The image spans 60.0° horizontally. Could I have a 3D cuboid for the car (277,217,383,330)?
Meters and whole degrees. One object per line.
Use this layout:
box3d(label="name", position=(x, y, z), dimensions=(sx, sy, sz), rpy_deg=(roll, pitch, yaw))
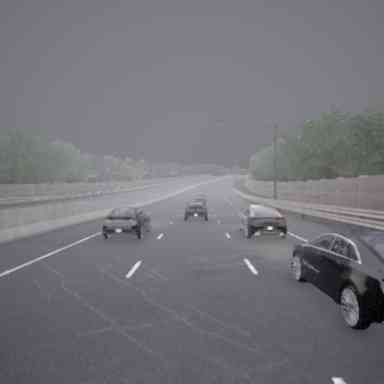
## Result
box3d(label="car", position=(3.518, 1.520, 6.921), dimensions=(2.128, 1.511, 4.902), rpy_deg=(0, 0, 0))

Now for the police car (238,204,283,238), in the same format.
box3d(label="police car", position=(3.638, 1.463, 17.921), dimensions=(1.930, 1.638, 5.238), rpy_deg=(0, 0, 1))

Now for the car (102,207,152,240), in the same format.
box3d(label="car", position=(-3.258, 1.519, 17.311), dimensions=(2.128, 1.511, 4.902), rpy_deg=(0, 0, 1))

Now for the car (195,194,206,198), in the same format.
box3d(label="car", position=(1.153, 1.399, 49.308), dimensions=(1.837, 1.490, 4.892), rpy_deg=(0, 1, 2))

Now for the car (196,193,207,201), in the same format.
box3d(label="car", position=(1.984, 1.039, 67.998), dimensions=(2.033, 1.411, 5.357), rpy_deg=(0, 2, 3))

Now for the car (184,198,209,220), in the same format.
box3d(label="car", position=(0.372, 1.516, 28.202), dimensions=(1.837, 1.490, 4.892), rpy_deg=(0, 0, 2))
